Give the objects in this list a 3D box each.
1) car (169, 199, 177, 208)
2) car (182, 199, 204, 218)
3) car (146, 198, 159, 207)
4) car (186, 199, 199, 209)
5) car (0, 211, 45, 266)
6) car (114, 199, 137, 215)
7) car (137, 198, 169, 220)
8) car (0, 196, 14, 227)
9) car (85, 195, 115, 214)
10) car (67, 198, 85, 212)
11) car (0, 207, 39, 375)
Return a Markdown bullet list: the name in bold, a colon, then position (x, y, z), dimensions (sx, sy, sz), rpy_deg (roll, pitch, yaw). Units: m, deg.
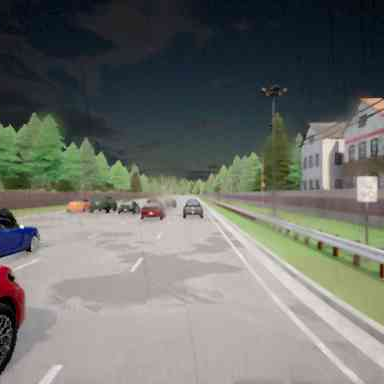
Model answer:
- **car**: position (-3.395, 1.817, 52.859), dimensions (2.033, 1.411, 5.357), rpy_deg (0, 0, 0)
- **car**: position (0.104, 1.657, 32.373), dimensions (2.128, 1.511, 4.902), rpy_deg (0, 0, 0)
- **car**: position (-6.894, 1.803, 58.573), dimensions (1.837, 1.490, 4.892), rpy_deg (0, 0, 0)
- **car**: position (0.105, 1.817, 52.940), dimensions (2.033, 1.411, 5.357), rpy_deg (0, 0, 0)
- **car**: position (-6.899, 1.534, 11.015), dimensions (1.882, 1.535, 5.008), rpy_deg (0, 0, 0)
- **car**: position (-6.909, 1.713, 36.782), dimensions (1.812, 1.442, 4.674), rpy_deg (0, 0, 0)
- **car**: position (-3.398, 1.631, 30.084), dimensions (1.882, 1.535, 5.008), rpy_deg (0, 0, 0)
- **car**: position (-13.897, 1.330, 21.170), dimensions (2.150, 2.045, 5.566), rpy_deg (0, 0, 0)
- **car**: position (-10.395, 1.422, 39.257), dimensions (2.150, 2.045, 5.566), rpy_deg (0, 0, 0)
- **car**: position (-13.895, 1.565, 41.758), dimensions (2.097, 1.767, 4.553), rpy_deg (0, 0, 0)
- **car**: position (-3.399, 1.234, 2.281), dimensions (2.150, 2.045, 5.566), rpy_deg (0, 0, 0)
